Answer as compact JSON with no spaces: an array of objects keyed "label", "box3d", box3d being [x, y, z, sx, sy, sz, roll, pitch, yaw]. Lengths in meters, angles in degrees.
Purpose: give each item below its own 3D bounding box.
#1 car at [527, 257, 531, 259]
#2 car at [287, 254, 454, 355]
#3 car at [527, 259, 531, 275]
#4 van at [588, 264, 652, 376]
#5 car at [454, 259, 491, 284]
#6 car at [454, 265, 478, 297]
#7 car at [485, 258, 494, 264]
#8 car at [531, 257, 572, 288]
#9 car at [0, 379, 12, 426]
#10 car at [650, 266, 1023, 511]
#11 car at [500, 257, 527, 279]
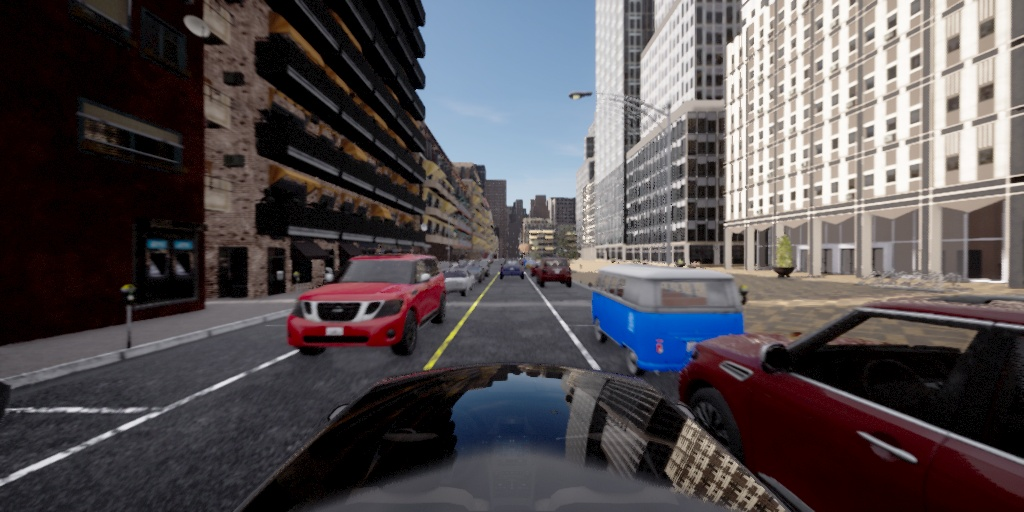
[{"label":"car","box3d":[2.687,1.210,51.468,1.751,1.417,4.829,0,0,0]},{"label":"car","box3d":[-3.082,0.958,9.019,2.150,2.045,5.566,0,0,0]},{"label":"car","box3d":[2.687,1.246,34.719,1.888,1.381,4.507,0,0,0]},{"label":"van","box3d":[2.688,1.081,7.085,1.690,1.789,3.998,0,0,0]},{"label":"car","box3d":[-3.002,1.215,26.713,2.128,1.511,4.902,0,0,0]},{"label":"car","box3d":[-3.094,1.322,18.871,1.895,1.301,4.718,0,0,0]},{"label":"car","box3d":[-3.013,1.206,34.069,1.837,1.490,4.892,0,0,0]},{"label":"car","box3d":[2.688,1.029,23.664,2.192,1.841,5.009,0,0,0]},{"label":"car","box3d":[-5.691,1.301,1.559,2.007,1.370,4.403,0,0,0]},{"label":"car","box3d":[2.689,1.065,1.560,2.192,1.841,5.009,0,0,0]},{"label":"car","box3d":[0.009,1.057,31.922,2.097,1.767,4.553,0,0,1]}]
